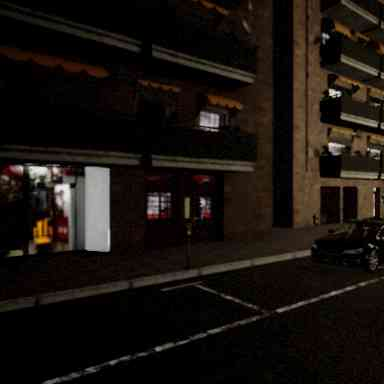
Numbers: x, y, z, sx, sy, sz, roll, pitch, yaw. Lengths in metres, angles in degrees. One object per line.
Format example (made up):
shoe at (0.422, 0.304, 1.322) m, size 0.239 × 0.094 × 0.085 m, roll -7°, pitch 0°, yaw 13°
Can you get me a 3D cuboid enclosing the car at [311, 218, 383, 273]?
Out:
car at (5.584, 1.532, 10.542) m, size 4.403 × 1.369 × 2.008 m, roll 0°, pitch 0°, yaw -36°
